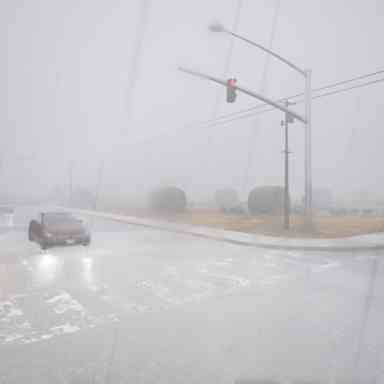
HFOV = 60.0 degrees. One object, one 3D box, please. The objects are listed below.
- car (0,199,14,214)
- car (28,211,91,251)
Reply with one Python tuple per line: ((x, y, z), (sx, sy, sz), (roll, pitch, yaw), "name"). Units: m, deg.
((-19.945, 1.512, 34.742), (1.812, 1.442, 4.674), (0, 1, -35), "car")
((-5.933, 1.581, 14.564), (1.812, 1.442, 4.674), (0, 1, -35), "car")
